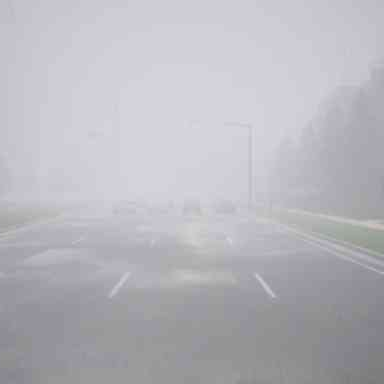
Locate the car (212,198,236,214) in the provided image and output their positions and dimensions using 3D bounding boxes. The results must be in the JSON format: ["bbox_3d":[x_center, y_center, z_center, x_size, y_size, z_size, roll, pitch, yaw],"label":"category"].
[{"bbox_3d":[3.493,1.545,35.108,1.994,1.385,4.181,0,0,0],"label":"car"}]

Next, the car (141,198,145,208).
[{"bbox_3d":[-7.003,1.523,45.935,2.033,1.411,5.357,0,0,0],"label":"car"}]

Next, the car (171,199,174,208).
[{"bbox_3d":[-3.496,1.576,46.711,1.895,1.301,4.718,0,0,0],"label":"car"}]

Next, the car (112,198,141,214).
[{"bbox_3d":[-7.008,1.582,35.103,1.895,1.301,4.718,0,0,0],"label":"car"}]

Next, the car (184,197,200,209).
[{"bbox_3d":[0.006,1.467,46.884,2.128,1.511,4.902,0,0,0],"label":"car"}]

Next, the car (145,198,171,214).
[{"bbox_3d":[-3.508,1.507,35.074,1.812,1.442,4.674,0,0,0],"label":"car"}]

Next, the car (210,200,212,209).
[{"bbox_3d":[3.496,1.523,45.929,2.033,1.411,5.357,0,0,0],"label":"car"}]

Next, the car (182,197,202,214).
[{"bbox_3d":[-0.006,1.473,34.821,2.128,1.511,4.902,0,0,0],"label":"car"}]
